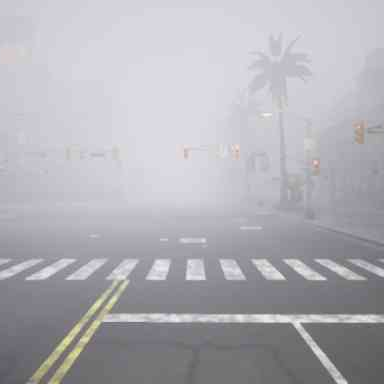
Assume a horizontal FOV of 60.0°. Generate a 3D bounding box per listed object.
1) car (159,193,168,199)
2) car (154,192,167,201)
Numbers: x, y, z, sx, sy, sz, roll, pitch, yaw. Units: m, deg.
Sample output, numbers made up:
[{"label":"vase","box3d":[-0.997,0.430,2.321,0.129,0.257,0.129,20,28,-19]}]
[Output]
[{"label":"car","box3d":[-8.124,1.150,94.995,2.033,1.411,5.357,0,0,-12]},{"label":"car","box3d":[-6.871,0.931,71.171,2.150,2.045,5.566,0,0,0]}]
